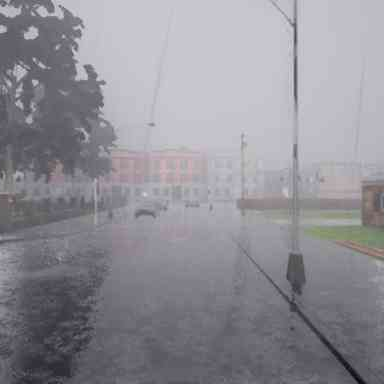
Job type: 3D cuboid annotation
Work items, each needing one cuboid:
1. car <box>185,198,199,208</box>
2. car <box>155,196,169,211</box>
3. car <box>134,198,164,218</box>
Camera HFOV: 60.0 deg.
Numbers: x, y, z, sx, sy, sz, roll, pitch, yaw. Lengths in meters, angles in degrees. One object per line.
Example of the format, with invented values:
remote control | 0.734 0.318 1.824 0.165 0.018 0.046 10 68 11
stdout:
car | -0.008 1.646 49.774 1.994 1.385 4.181 0 0 -2
car | -4.058 1.420 41.336 2.097 1.767 4.553 0 0 0
car | -4.093 1.599 31.188 2.033 1.411 5.357 0 0 0
